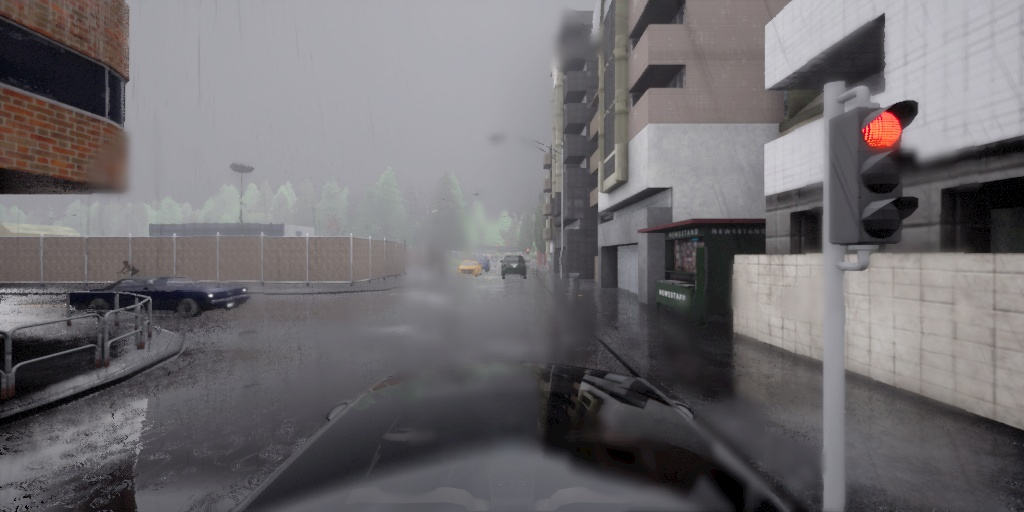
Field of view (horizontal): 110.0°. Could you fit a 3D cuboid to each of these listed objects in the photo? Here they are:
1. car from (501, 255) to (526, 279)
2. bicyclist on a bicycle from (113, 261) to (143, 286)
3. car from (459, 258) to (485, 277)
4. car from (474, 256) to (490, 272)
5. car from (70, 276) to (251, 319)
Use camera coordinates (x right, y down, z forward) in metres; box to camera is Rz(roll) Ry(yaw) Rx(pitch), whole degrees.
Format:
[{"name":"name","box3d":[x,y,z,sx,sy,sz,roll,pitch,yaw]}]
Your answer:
[{"name":"car","box3d":[0.152,0.967,33.147,2.150,2.045,5.566,0,0,-1]},{"name":"bicyclist on a bicycle","box3d":[-22.177,1.097,20.723,0.582,1.620,1.656,0,0,0]},{"name":"car","box3d":[-4.105,1.224,35.815,1.882,1.535,5.008,0,0,0]},{"name":"car","box3d":[-4.072,0.967,46.517,2.150,2.045,5.566,0,0,0]},{"name":"car","box3d":[-11.758,1.350,12.235,4.718,1.301,1.895,0,0,1]}]
